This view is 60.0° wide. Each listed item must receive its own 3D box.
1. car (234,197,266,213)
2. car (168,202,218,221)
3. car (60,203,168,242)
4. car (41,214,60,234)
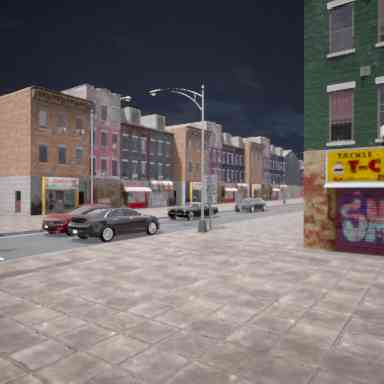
[{"bbox_3d":[6.156,1.323,34.679,1.837,1.490,4.892,0,0,36],"label":"car"},{"bbox_3d":[0.120,1.473,26.291,1.895,1.301,4.718,0,0,36],"label":"car"},{"bbox_3d":[-3.595,1.443,16.210,1.837,1.490,4.892,0,0,36],"label":"car"},{"bbox_3d":[-5.665,1.402,18.203,1.882,1.535,5.008,0,0,34],"label":"car"}]
